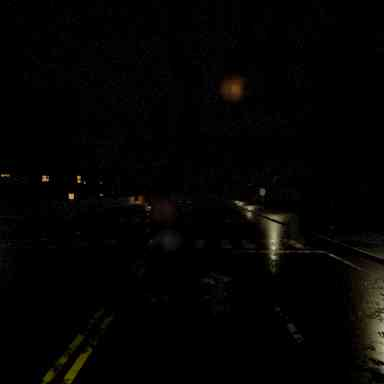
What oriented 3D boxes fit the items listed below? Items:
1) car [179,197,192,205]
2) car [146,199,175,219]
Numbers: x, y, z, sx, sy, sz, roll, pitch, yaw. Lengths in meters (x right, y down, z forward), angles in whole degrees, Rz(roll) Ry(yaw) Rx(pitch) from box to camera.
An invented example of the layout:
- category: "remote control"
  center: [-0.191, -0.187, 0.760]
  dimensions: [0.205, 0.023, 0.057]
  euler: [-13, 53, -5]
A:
- category: "car"
  center: [-1.143, 1.635, 60.237]
  dimensions: [1.837, 1.490, 4.892]
  euler: [0, 0, 4]
- category: "car"
  center: [-2.714, 1.379, 29.365]
  dimensions: [2.097, 1.767, 4.553]
  euler: [0, 0, 2]
